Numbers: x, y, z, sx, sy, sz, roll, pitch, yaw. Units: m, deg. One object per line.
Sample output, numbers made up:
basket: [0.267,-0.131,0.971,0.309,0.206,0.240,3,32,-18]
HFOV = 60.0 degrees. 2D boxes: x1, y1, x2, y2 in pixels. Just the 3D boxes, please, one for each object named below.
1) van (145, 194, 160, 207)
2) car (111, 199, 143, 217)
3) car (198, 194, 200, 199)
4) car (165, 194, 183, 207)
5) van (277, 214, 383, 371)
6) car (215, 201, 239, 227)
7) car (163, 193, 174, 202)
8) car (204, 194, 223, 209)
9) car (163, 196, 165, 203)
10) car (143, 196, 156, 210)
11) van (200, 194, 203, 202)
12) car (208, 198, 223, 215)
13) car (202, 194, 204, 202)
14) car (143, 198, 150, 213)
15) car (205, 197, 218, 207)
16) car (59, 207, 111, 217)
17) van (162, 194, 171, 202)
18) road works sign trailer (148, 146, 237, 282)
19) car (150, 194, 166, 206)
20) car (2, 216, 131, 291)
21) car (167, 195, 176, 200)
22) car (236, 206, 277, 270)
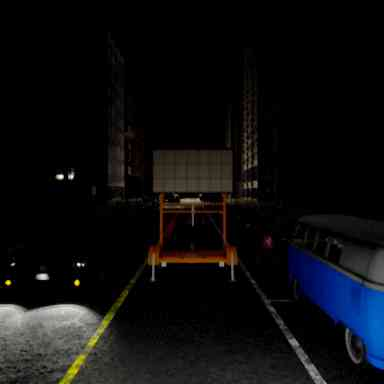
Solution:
van: [-5.640,1.305,44.672,1.690,1.788,3.998,0,0,0]
car: [-5.686,1.524,27.844,2.008,1.369,4.403,0,0,0]
car: [2.962,1.269,72.707,2.192,1.841,5.009,0,0,0]
car: [-2.947,1.312,51.658,2.097,1.767,4.553,0,0,0]
van: [2.778,1.335,5.398,1.690,1.788,3.998,0,0,0]
car: [2.823,1.543,22.225,1.947,1.339,4.313,0,0,0]
car: [-5.548,1.267,78.329,2.192,1.841,5.009,0,0,0]
car: [2.870,1.282,39.052,2.192,1.841,5.009,0,0,0]
car: [-5.625,1.402,50.282,1.967,1.590,4.097,0,0,0]
car: [-5.656,1.492,38.893,1.752,1.417,4.829,0,0,0]
van: [2.931,1.299,61.489,1.690,1.788,3.998,0,0,0]
car: [2.854,1.552,33.443,1.802,1.307,4.206,0,0,0]
car: [2.885,1.279,44.661,2.192,1.841,5.009,0,0,0]
car: [-5.671,1.552,33.454,1.802,1.307,4.206,0,0,0]
car: [2.901,1.487,50.441,1.752,1.417,4.829,0,0,0]
car: [-5.717,1.548,16.626,1.947,1.339,4.313,0,0,0]
van: [-5.563,1.295,72.720,1.690,1.788,3.998,0,0,0]
road works sign trailer: [0.026,0.453,9.738,2.380,3.560,2.880,0,0,0]
car: [-5.609,1.275,55.891,2.192,1.841,5.009,0,0,0]
car: [-3.077,1.554,8.835,1.994,1.385,4.181,0,0,0]
car: [-5.517,1.500,89.548,2.008,1.369,4.403,0,0,0]
car: [2.793,1.428,11.007,1.967,1.590,4.097,0,0,0]
